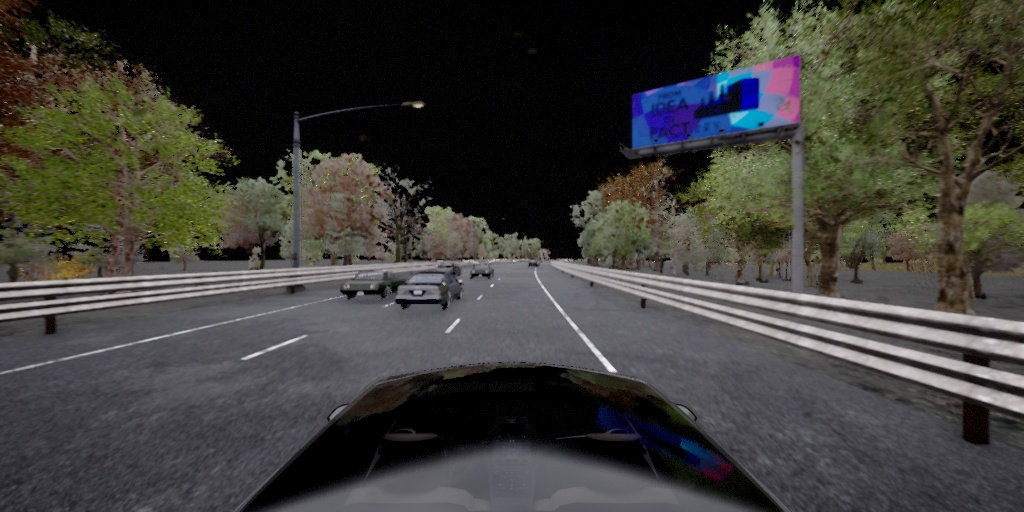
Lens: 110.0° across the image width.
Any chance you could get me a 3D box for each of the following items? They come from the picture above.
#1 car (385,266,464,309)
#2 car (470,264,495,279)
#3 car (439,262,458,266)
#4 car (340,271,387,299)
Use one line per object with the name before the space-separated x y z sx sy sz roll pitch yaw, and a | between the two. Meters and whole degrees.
car | -3.275 1.335 15.127 2.033 1.411 5.357 0 0 1
car | -2.722 1.453 33.953 1.895 1.301 4.718 0 0 2
car | -6.164 1.348 35.288 2.128 1.511 4.902 0 0 2
car | -6.714 1.397 18.220 1.895 1.301 4.718 0 0 1
